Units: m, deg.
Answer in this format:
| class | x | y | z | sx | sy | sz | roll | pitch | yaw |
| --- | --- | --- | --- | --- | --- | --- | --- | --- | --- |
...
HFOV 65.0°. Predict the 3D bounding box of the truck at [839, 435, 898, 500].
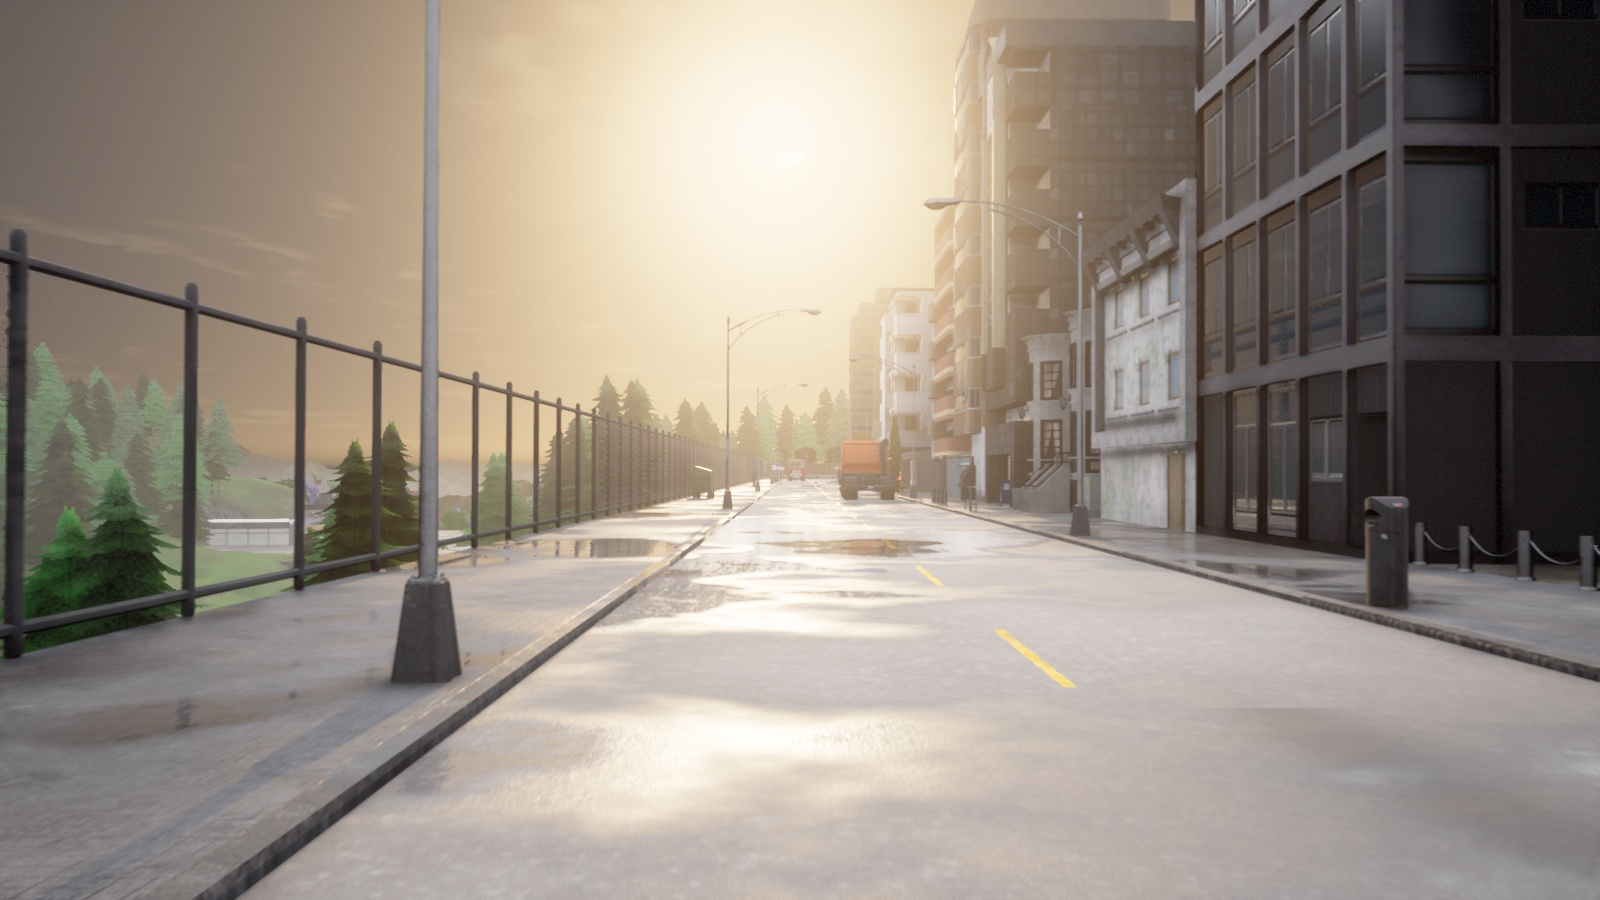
| class | x | y | z | sx | sy | sz | roll | pitch | yaw |
| --- | --- | --- | --- | --- | --- | --- | --- | --- | --- |
| truck | 3.796 | 1.016 | 71.664 | 2.891 | 3.462 | 7.936 | 0 | -1 | 0 |
